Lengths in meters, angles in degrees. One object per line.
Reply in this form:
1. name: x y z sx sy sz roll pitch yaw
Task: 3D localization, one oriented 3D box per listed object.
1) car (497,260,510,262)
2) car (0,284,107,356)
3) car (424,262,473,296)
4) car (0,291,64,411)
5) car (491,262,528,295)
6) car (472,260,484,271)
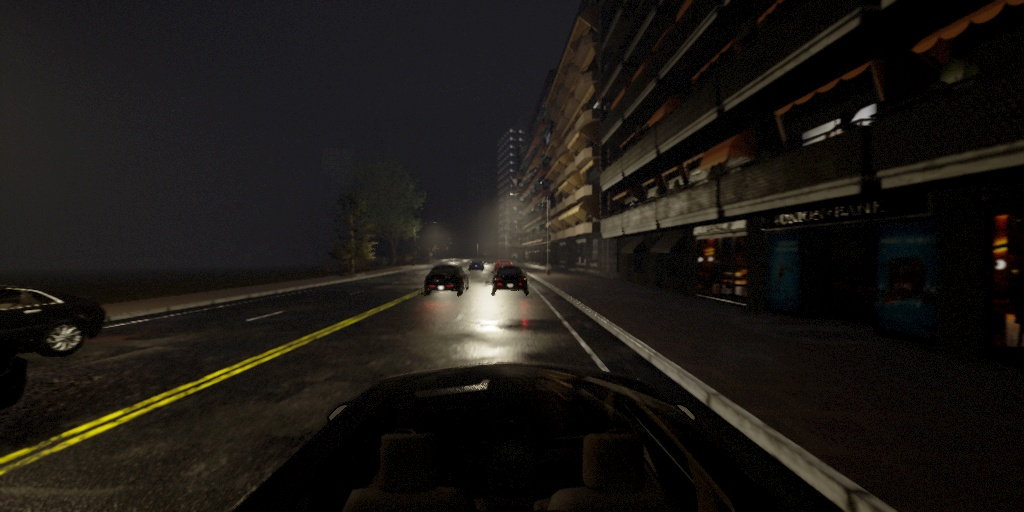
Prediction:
1. car: -0.944 1.153 39.170 1.882 1.535 5.008 0 0 -3
2. car: -9.874 1.268 5.817 1.837 1.490 4.892 0 0 0
3. car: -3.377 1.224 19.149 1.837 1.490 4.892 0 0 -1
4. car: -6.613 1.242 2.011 1.882 1.535 5.008 0 0 0
5. car: -0.143 1.237 19.496 1.812 1.442 4.674 0 0 -1
6. car: -4.754 1.232 48.047 1.994 1.385 4.181 0 0 -4
